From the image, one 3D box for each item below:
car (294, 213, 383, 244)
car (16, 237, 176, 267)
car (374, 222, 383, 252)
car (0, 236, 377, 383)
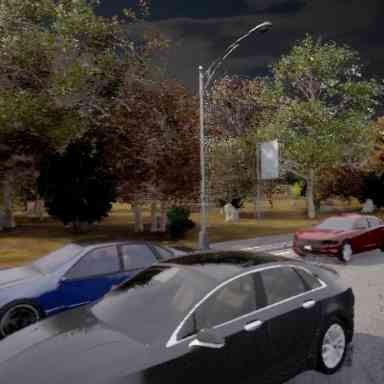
[{"bbox_3d":[5.929,1.605,12.840,5.008,1.535,1.882,0,-1,-37],"label":"car"},{"bbox_3d":[-1.909,1.701,6.926,5.357,1.411,2.033,0,-1,-37],"label":"car"},{"bbox_3d":[7.336,1.576,9.517,4.674,1.442,1.812,0,-1,-37],"label":"car"},{"bbox_3d":[0.143,1.579,4.092,4.892,1.490,1.837,0,-1,-37],"label":"car"}]
